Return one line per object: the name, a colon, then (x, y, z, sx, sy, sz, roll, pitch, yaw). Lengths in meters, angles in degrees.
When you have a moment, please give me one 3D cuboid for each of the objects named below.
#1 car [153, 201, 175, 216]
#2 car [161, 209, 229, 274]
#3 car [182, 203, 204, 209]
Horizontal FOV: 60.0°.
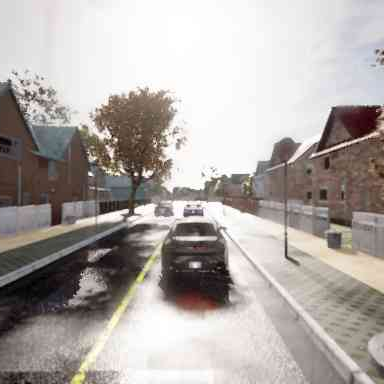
car: (-2.819, 1.649, 34.264, 2.128, 1.511, 4.902, 0, 0, 0)
car: (0.090, 1.543, 10.657, 1.837, 1.490, 4.892, 0, 0, 0)
car: (0.118, 1.673, 29.341, 2.033, 1.411, 5.357, 0, 0, 0)
